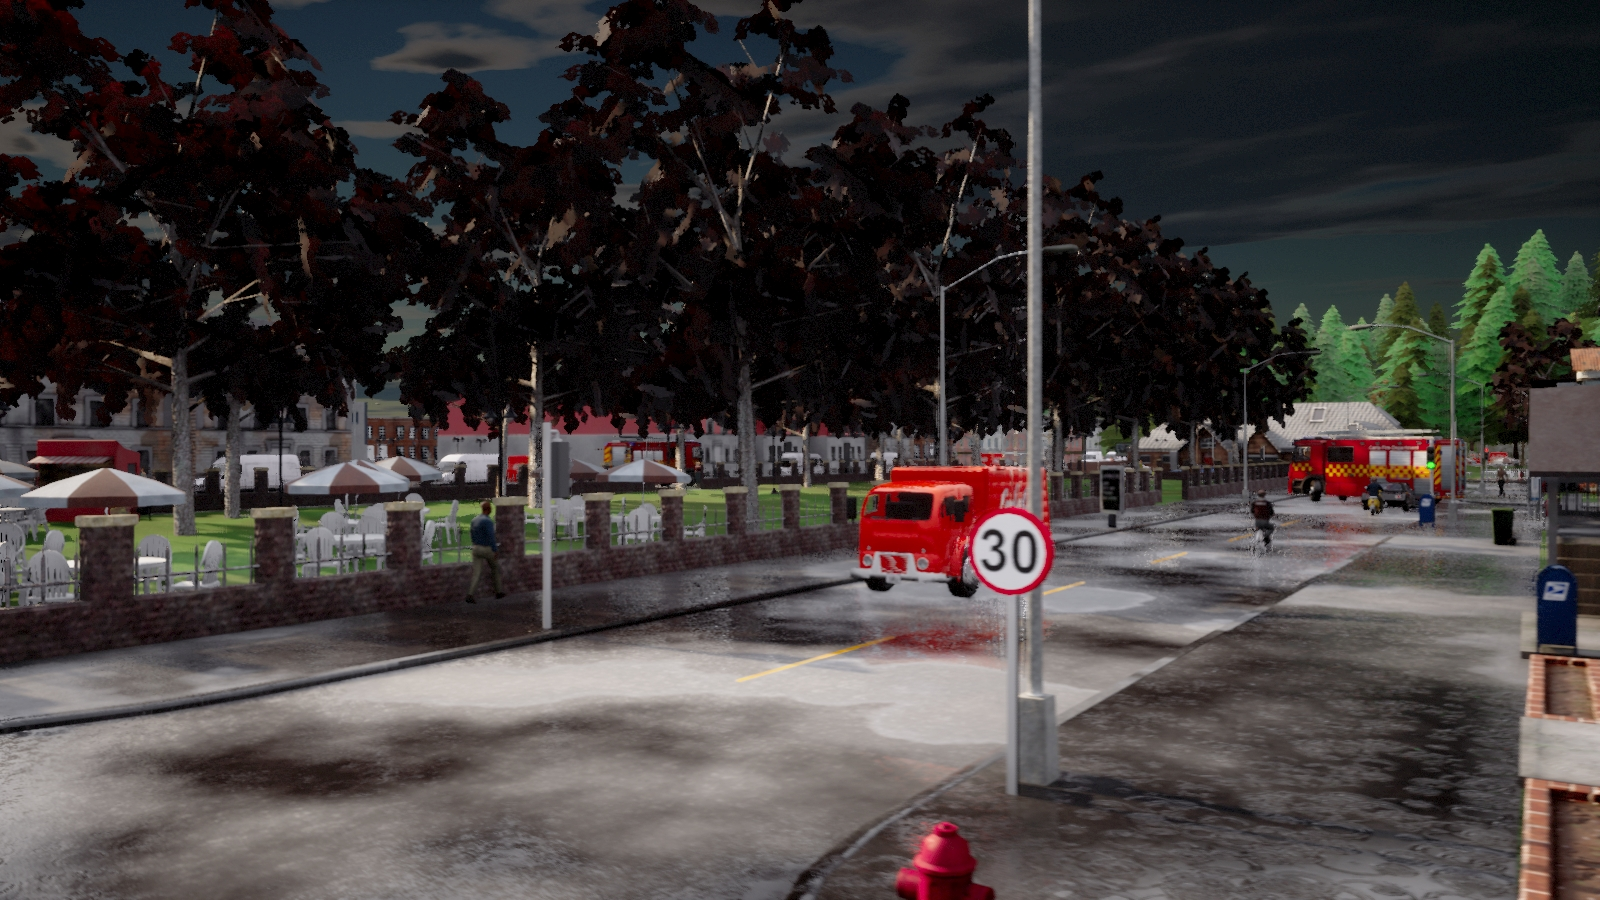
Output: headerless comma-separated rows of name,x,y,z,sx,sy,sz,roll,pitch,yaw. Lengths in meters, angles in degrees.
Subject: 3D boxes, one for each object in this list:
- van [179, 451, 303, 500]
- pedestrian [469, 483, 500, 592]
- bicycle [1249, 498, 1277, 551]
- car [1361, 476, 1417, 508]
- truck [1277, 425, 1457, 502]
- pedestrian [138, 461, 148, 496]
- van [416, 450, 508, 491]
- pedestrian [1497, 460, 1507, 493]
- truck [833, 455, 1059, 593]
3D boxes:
van,-30.353,1.314,62.268,1.988,2.561,5.915,0,0,33
pedestrian,-5.501,1.516,19.932,0.375,1.860,0.375,0,0,29
bicycle,12.157,1.940,29.961,0.329,1.271,1.835,0,0,33
car,27.676,1.936,53.601,1.895,1.301,4.718,0,0,33
truck,30.021,0.671,60.955,2.891,3.827,8.468,0,0,-29
pedestrian,-35.454,1.524,61.700,0.375,1.860,0.375,0,0,44
van,-22.074,1.315,74.971,1.988,2.561,5.915,0,0,33
pedestrian,40.021,1.517,65.155,0.375,1.860,0.375,0,0,-40
truck,3.146,1.348,23.466,2.627,2.467,5.204,0,0,33
